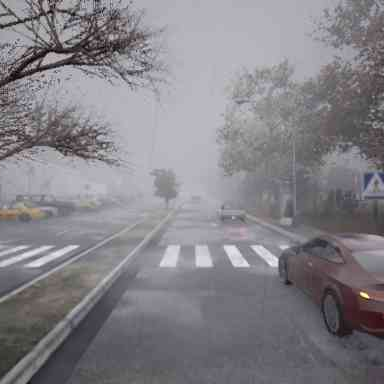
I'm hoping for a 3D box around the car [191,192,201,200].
[{"bbox_3d":[0.909,0.849,75.933,2.097,1.767,4.553,0,1,0],"label":"car"}]

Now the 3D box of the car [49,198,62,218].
[{"bbox_3d":[-13.838,1.550,28.213,4.674,1.452,2.002,-1,0,-20],"label":"car"}]

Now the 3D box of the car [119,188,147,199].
[{"bbox_3d":[-13.825,0.736,76.222,5.566,2.045,2.435,-1,1,-20],"label":"car"}]

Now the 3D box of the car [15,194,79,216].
[{"bbox_3d":[-13.809,1.255,31.232,5.566,2.045,2.435,-1,0,-20],"label":"car"}]

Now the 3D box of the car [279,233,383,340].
[{"bbox_3d":[3.099,1.532,6.536,1.812,1.442,4.674,0,0,0],"label":"car"}]

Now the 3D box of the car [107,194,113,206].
[{"bbox_3d":[-13.823,1.438,46.239,4.674,1.452,2.002,-1,0,-20],"label":"car"}]

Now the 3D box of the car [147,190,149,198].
[{"bbox_3d":[-13.764,0.799,82.250,4.553,1.767,2.185,-1,1,-20],"label":"car"}]

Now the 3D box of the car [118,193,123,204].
[{"bbox_3d":[-13.818,1.358,52.238,4.674,1.452,2.002,-1,1,-20],"label":"car"}]

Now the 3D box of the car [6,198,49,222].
[{"bbox_3d":[-14.008,1.513,25.140,5.366,1.575,1.946,-1,0,-20],"label":"car"}]

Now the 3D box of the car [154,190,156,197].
[{"bbox_3d":[-13.811,0.577,94.232,5.566,2.045,2.435,-1,1,-20],"label":"car"}]

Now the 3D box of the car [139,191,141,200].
[{"bbox_3d":[-13.630,1.091,67.308,5.366,1.575,1.946,-1,1,-20],"label":"car"}]

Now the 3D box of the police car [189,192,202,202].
[{"bbox_3d":[0.908,1.047,66.066,1.930,1.638,5.238,0,1,0],"label":"police car"}]

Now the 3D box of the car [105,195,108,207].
[{"bbox_3d":[-13.848,1.456,43.214,4.792,1.488,2.163,-1,1,-20],"label":"car"}]

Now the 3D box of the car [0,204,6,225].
[{"bbox_3d":[-13.815,1.540,19.216,4.792,1.488,2.163,-1,0,-20],"label":"car"}]

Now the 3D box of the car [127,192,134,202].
[{"bbox_3d":[-13.783,1.213,61.254,4.792,1.488,2.163,-1,1,-20],"label":"car"}]

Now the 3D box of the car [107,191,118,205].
[{"bbox_3d":[-13.850,1.233,49.226,4.553,1.767,2.185,-1,1,-20],"label":"car"}]

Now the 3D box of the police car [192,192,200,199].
[{"bbox_3d":[0.910,0.860,82.077,1.930,1.638,5.238,0,1,0],"label":"police car"}]

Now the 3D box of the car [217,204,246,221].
[{"bbox_3d":[3.103,1.620,27.058,1.895,1.301,4.718,0,0,0],"label":"car"}]

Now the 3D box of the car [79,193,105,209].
[{"bbox_3d":[-13.853,1.202,40.212,5.566,2.045,2.435,-1,1,-20],"label":"car"}]

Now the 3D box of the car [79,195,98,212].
[{"bbox_3d":[-13.655,1.469,37.287,5.366,1.575,1.946,-1,0,-20],"label":"car"}]

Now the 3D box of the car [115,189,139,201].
[{"bbox_3d":[-13.786,0.889,64.253,5.566,2.045,2.435,-1,1,-20],"label":"car"}]

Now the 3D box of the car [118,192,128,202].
[{"bbox_3d":[-13.806,1.275,55.238,5.008,1.535,2.097,-1,1,-20],"label":"car"}]

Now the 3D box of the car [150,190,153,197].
[{"bbox_3d":[-13.796,0.875,88.247,4.892,1.521,2.231,-1,0,-20],"label":"car"}]
